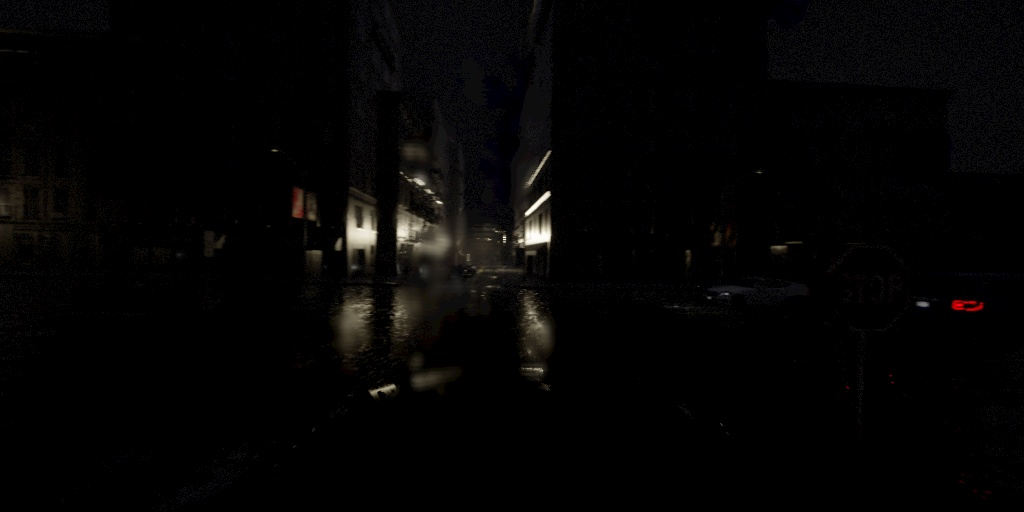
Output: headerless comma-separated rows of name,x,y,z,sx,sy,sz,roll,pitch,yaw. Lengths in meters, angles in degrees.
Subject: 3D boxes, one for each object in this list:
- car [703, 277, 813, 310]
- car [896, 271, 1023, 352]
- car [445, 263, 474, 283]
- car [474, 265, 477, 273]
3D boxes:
car,11.482,1.692,16.817,4.674,1.442,1.812,1,1,-5
car,14.360,1.500,10.418,5.566,2.045,2.150,1,1,-5
car,-4.871,1.587,32.493,2.128,1.511,4.902,1,-1,-4
car,-5.585,1.707,42.952,2.128,1.511,4.902,1,-1,-4
